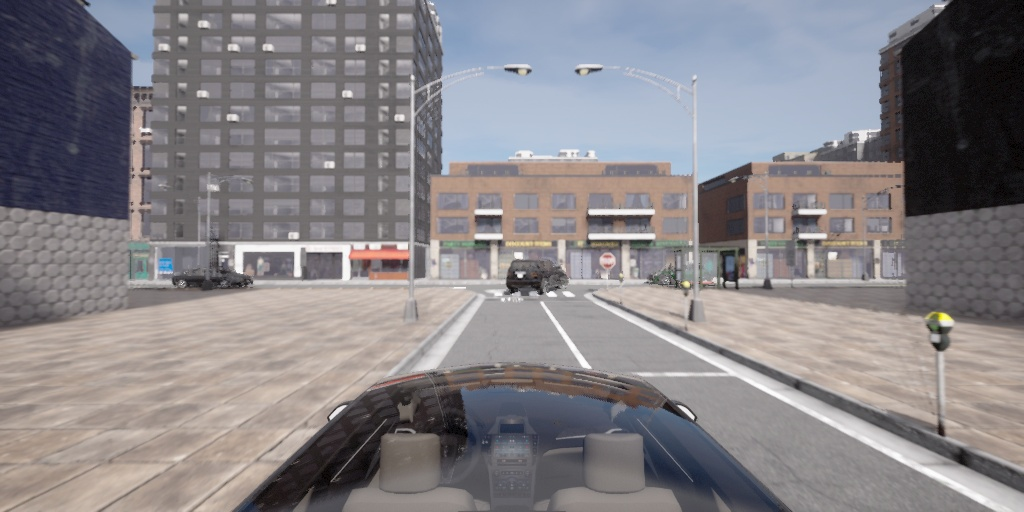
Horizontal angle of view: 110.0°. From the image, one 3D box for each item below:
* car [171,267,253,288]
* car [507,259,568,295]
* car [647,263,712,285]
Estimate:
[{"bbox_3d":[-20.973,1.538,25.211,4.892,1.490,1.837,0,-1,0],"label":"car"},{"bbox_3d":[1.639,1.184,22.209,2.150,2.045,5.566,-1,0,26],"label":"car"},{"bbox_3d":[13.069,1.372,28.247,4.553,1.767,2.097,0,-1,0],"label":"car"}]
